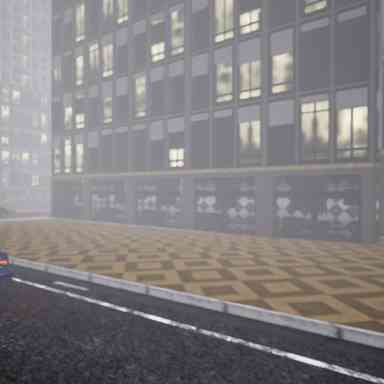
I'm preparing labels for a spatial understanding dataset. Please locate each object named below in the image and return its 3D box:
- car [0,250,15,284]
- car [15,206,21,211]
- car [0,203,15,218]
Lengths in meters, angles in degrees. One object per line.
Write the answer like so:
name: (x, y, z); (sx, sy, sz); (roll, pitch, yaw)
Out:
car: (-6.587, 1.656, 8.374); (5.357, 1.411, 2.033); (-1, 0, 35)
car: (-25.667, 2.153, 44.628); (1.752, 1.417, 4.829); (0, -1, 36)
car: (-22.173, 1.939, 35.254); (2.192, 1.841, 5.009); (0, -1, 36)
